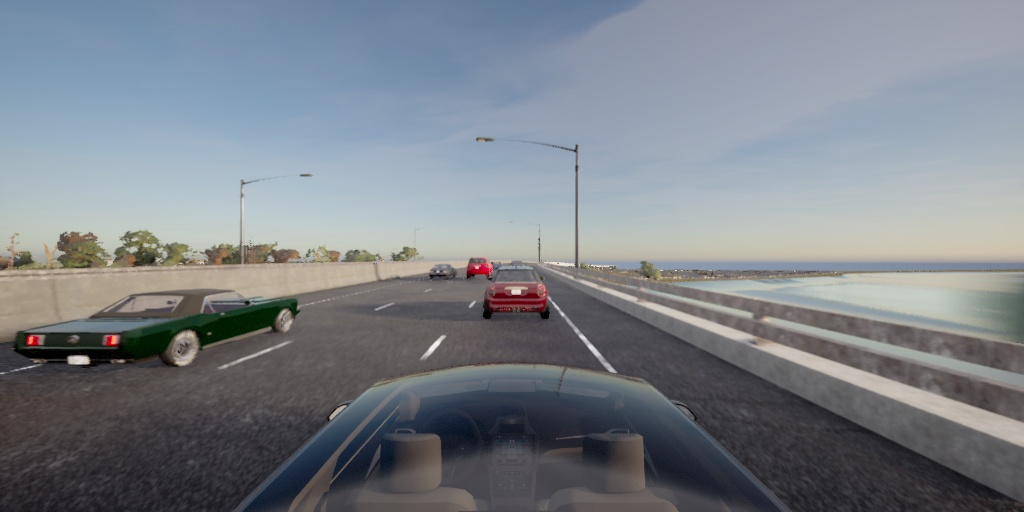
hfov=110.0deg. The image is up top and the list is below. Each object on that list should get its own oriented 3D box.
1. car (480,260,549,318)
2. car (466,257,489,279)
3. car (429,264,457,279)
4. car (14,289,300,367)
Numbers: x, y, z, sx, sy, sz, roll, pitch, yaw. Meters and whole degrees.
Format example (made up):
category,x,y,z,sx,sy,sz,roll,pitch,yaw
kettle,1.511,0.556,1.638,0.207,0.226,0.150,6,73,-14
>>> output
category,x,y,z,sx,sy,sz,roll,pitch,yaw
car,0.149,1.159,13.351,2.097,1.767,4.553,0,0,0
car,-3.073,1.142,34.746,2.150,2.045,5.566,0,0,1
car,-6.586,1.467,34.647,2.033,1.411,5.357,0,0,1
car,-6.889,1.377,7.930,1.895,1.301,4.718,0,0,0
